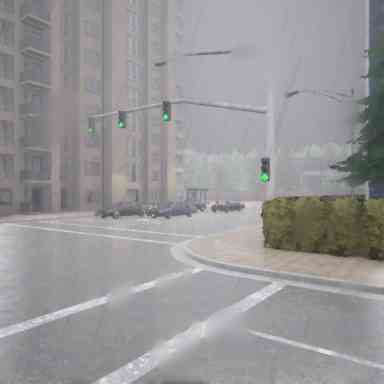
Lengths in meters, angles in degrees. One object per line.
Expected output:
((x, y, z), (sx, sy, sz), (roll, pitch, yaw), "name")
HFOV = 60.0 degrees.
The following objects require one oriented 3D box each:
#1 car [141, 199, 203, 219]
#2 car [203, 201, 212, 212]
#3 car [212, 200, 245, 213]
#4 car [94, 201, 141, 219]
((-1.624, 1.547, 29.414), (2.033, 1.411, 5.357), (0, 0, 36), "car")
((-0.270, 1.492, 37.206), (2.128, 1.511, 4.902), (0, 0, 36), "car")
((4.029, 1.601, 37.158), (1.895, 1.301, 4.718), (0, 0, 36), "car")
((-5.960, 1.547, 29.407), (2.033, 1.411, 5.357), (0, 0, 36), "car")
